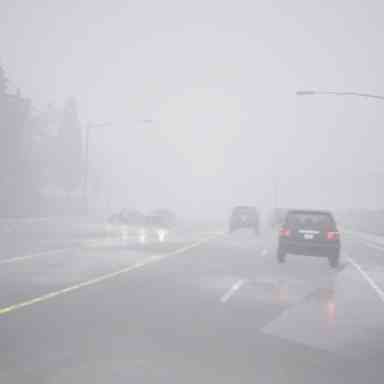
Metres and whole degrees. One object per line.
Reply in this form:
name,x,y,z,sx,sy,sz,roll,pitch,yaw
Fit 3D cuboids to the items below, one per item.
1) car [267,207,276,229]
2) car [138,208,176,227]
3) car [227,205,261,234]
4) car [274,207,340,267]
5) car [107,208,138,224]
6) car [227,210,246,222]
car,8.723,2.547,32.580,2.150,2.045,5.566,3,-2,7
car,-2.663,2.116,28.542,1.882,1.535,5.008,3,-2,11
car,4.207,2.109,26.192,2.150,2.045,5.566,3,-2,11
car,4.787,1.724,13.917,2.150,2.045,5.566,2,-2,17
car,-5.918,2.140,30.145,1.895,1.301,4.718,2,-2,10
car,5.843,3.161,44.109,1.994,1.385,4.181,3,-2,0
